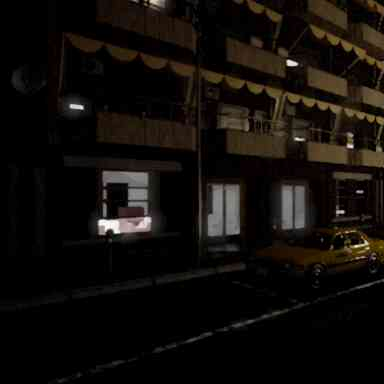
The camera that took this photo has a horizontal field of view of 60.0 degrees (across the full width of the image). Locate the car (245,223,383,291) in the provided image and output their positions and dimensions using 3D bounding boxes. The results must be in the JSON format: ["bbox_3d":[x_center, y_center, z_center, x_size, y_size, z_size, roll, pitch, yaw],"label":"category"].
[{"bbox_3d":[3.587,1.572,9.138,4.829,1.417,1.752,0,-1,-36],"label":"car"}]
